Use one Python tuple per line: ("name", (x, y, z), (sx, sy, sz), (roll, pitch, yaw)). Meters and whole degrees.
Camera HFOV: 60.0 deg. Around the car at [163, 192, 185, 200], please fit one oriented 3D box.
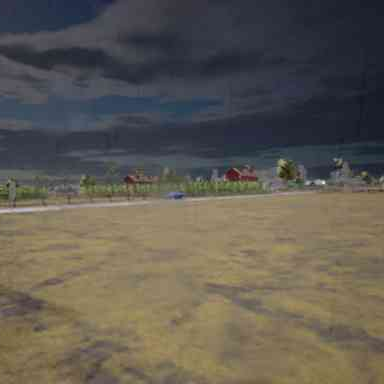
("car", (-3.296, 0.732, 62.226), (1.882, 1.535, 5.008), (0, 1, 36))
